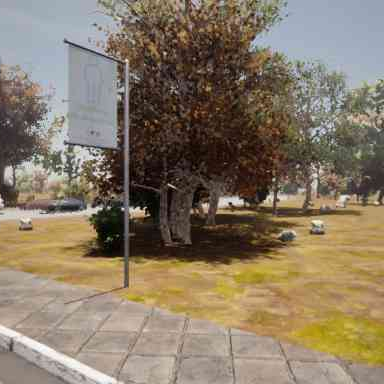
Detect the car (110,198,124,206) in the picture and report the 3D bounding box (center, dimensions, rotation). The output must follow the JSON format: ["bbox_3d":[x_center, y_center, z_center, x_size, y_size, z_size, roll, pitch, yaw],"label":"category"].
[{"bbox_3d":[-9.213,1.556,48.074,1.895,1.301,4.718,0,0,37],"label":"car"}]

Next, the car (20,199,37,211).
[{"bbox_3d":[-18.973,1.555,41.265,1.994,1.385,4.181,0,0,39],"label":"car"}]

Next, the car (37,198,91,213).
[{"bbox_3d":[-13.833,1.593,36.134,1.895,1.301,4.718,0,0,38],"label":"car"}]

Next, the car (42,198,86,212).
[{"bbox_3d":[-15.411,1.514,40.131,1.812,1.442,4.674,0,0,38],"label":"car"}]

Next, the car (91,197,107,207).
[{"bbox_3d":[-12.720,1.465,49.255,1.837,1.490,4.892,0,0,37],"label":"car"}]

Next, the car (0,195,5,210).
[{"bbox_3d":[-21.424,1.221,32.567,2.150,2.045,5.566,0,0,39],"label":"car"}]
